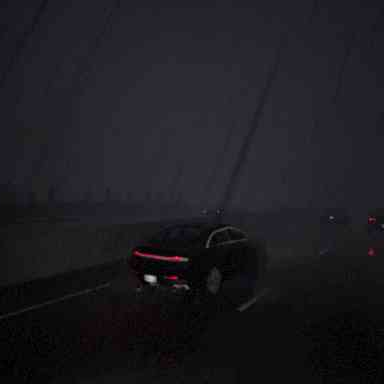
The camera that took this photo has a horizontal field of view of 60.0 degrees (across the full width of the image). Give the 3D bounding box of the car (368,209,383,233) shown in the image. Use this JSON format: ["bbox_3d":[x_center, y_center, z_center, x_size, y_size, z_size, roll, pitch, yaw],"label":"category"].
[{"bbox_3d":[11.951,1.752,20.417,1.812,1.442,4.674,0,-1,32],"label":"car"}]

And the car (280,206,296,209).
[{"bbox_3d":[11.316,2.445,39.315,1.837,1.490,4.892,0,-5,33],"label":"car"}]

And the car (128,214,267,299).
[{"bbox_3d":[0.453,1.568,8.825,2.128,1.511,4.902,0,-1,32],"label":"car"}]

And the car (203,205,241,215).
[{"bbox_3d":[2.931,1.970,32.699,1.895,1.301,4.718,0,-2,32],"label":"car"}]

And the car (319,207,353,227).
[{"bbox_3d":[11.177,1.877,25.732,1.994,1.385,4.181,0,-2,32],"label":"car"}]

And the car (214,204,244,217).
[{"bbox_3d":[4.690,2.371,41.953,1.812,1.442,4.674,0,-4,33],"label":"car"}]
